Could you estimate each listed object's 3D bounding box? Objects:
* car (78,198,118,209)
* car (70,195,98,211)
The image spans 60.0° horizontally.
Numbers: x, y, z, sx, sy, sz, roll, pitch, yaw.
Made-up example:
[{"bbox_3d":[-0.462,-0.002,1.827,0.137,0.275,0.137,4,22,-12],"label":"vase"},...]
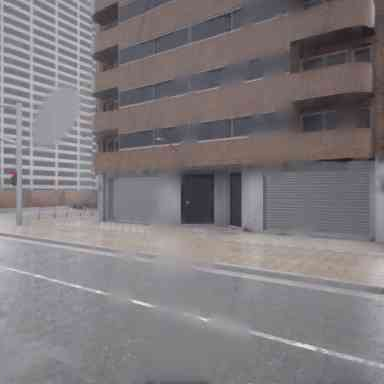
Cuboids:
[{"bbox_3d":[-13.096,1.547,46.804,2.033,1.411,5.357,0,0,35],"label":"car"},{"bbox_3d":[-12.664,1.477,41.283,1.882,1.535,5.008,0,0,35],"label":"car"}]
